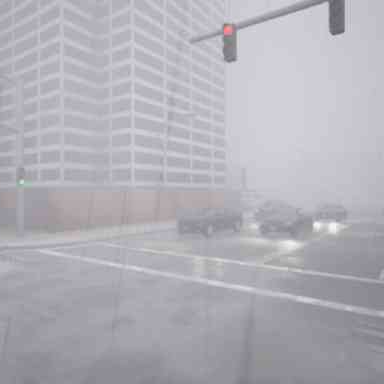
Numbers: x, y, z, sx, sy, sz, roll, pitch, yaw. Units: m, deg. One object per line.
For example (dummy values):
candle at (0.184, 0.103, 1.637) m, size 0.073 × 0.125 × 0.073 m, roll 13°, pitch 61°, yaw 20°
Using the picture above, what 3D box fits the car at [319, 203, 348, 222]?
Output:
car at (11.075, 1.596, 26.648) m, size 1.994 × 1.385 × 4.181 m, roll 0°, pitch 0°, yaw 36°

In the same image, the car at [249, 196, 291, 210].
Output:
car at (6.653, 1.401, 26.471) m, size 2.097 × 1.767 × 4.553 m, roll 0°, pitch 0°, yaw 35°

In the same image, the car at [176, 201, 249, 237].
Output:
car at (1.086, 1.526, 18.596) m, size 1.882 × 1.535 × 5.008 m, roll 0°, pitch 0°, yaw 35°

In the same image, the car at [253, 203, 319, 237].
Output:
car at (5.388, 1.557, 18.588) m, size 1.812 × 1.442 × 4.674 m, roll 0°, pitch 0°, yaw 35°

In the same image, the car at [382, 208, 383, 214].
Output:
car at (20.832, 1.540, 34.127) m, size 1.812 × 1.442 × 4.674 m, roll 0°, pitch 0°, yaw 35°
